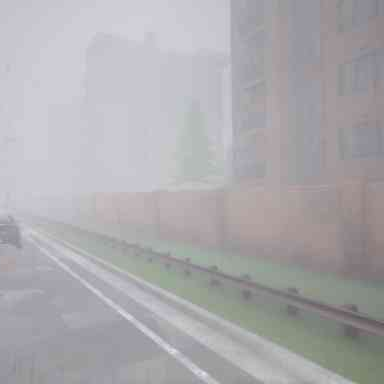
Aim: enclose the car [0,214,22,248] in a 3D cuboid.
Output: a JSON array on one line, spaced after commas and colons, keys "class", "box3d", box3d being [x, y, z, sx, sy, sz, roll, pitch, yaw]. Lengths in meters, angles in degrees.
[{"class": "car", "box3d": [-9.216, 1.786, 15.622, 1.837, 1.490, 4.892, 0, -1, -33]}]
